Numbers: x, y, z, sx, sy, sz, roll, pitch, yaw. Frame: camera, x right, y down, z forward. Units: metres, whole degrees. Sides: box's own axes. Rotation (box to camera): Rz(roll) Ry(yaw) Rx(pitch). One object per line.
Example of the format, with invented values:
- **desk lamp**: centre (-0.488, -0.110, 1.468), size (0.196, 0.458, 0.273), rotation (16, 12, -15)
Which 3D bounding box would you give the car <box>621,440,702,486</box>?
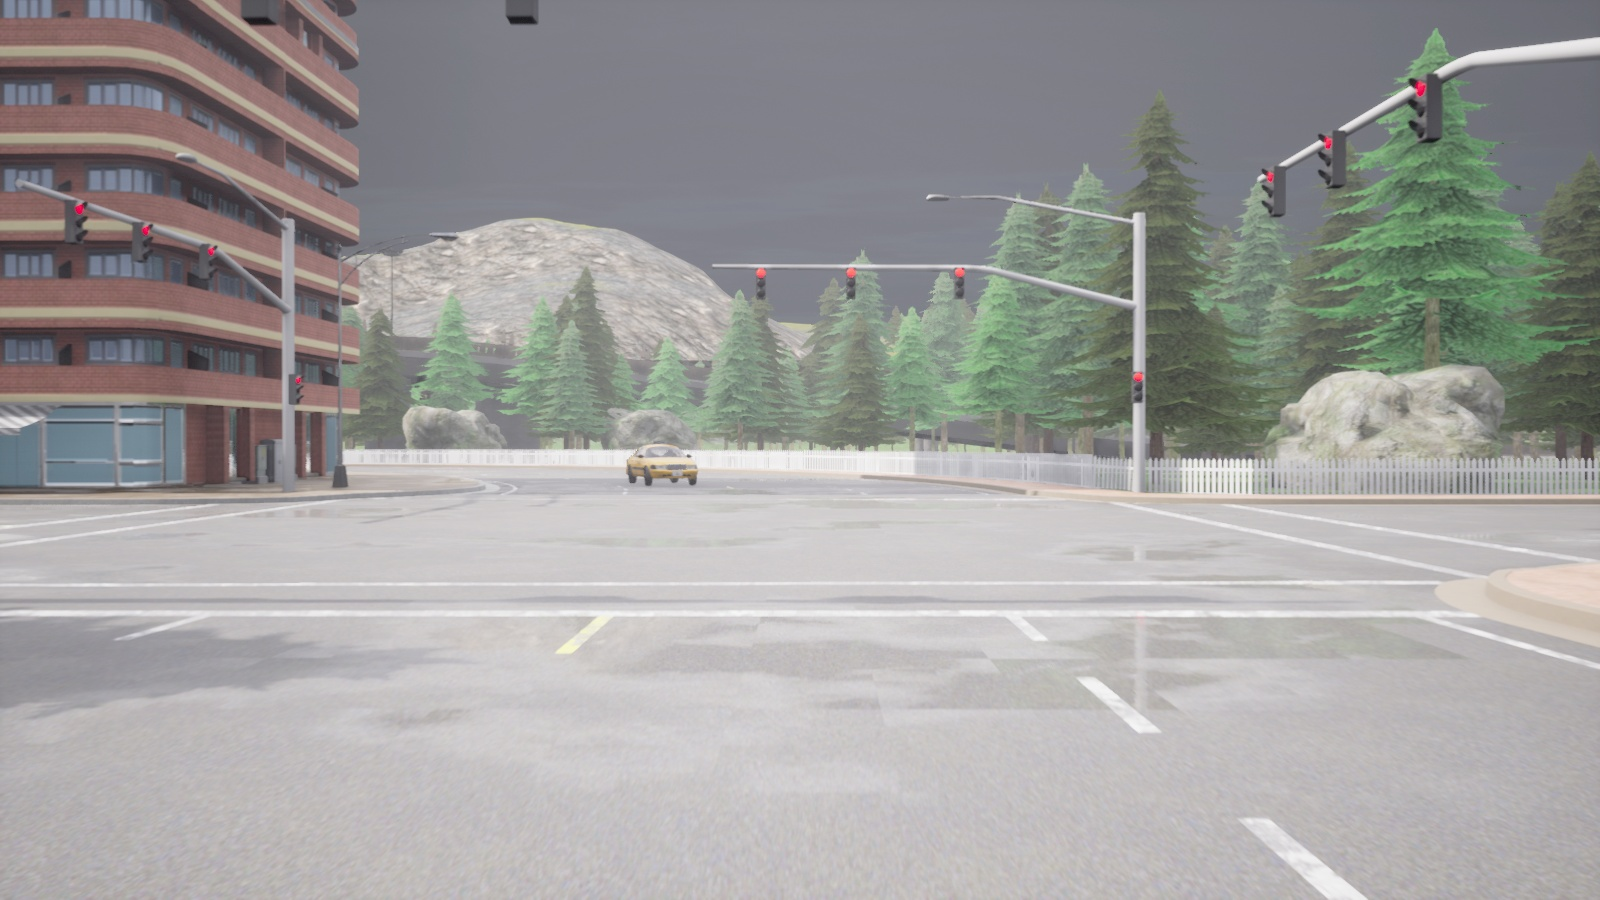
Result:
- **car**: centre (-5.064, 0.426, 45.243), size (1.801, 1.575, 5.366), rotation (0, 0, -18)
